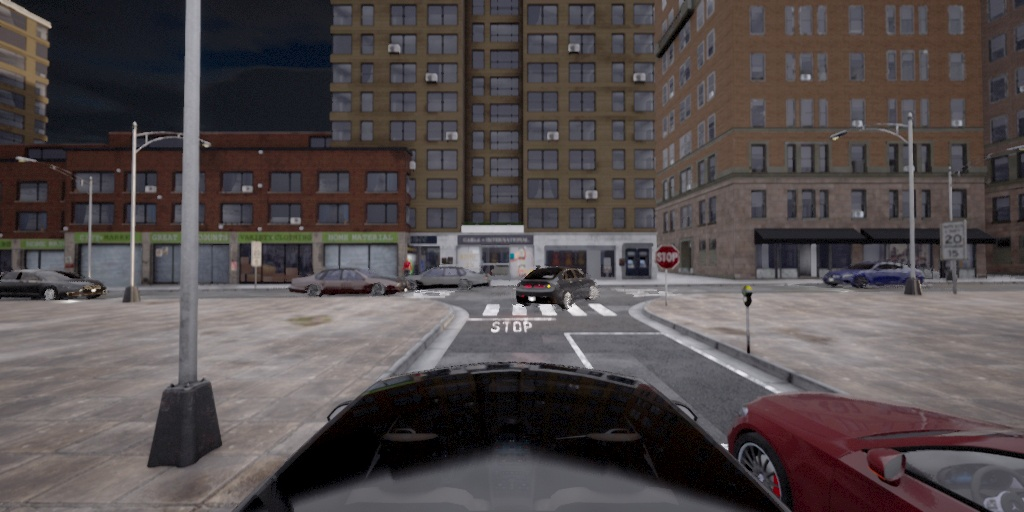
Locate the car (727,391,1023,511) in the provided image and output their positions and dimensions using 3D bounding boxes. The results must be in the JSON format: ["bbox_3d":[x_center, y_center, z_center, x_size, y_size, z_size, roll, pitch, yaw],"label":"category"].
[{"bbox_3d":[2.639,1.333,1.289,1.802,1.307,4.207,0,0,0],"label":"car"}]

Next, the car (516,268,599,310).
[{"bbox_3d":[1.963,1.204,14.619,1.837,1.490,4.892,-2,0,31],"label":"car"}]

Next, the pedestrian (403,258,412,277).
[{"bbox_3d":[-6.823,0.977,23.368,0.375,1.860,0.375,0,0,0],"label":"pedestrian"}]

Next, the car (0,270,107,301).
[{"bbox_3d":[-22.914,1.445,17.569,4.892,1.490,1.837,0,-1,0],"label":"car"}]

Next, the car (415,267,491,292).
[{"bbox_3d":[-3.881,1.306,20.440,5.357,1.411,2.033,-1,-1,0],"label":"car"}]

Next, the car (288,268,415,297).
[{"bbox_3d":[-7.844,1.299,17.506,5.357,1.411,2.033,-1,-1,0],"label":"car"}]

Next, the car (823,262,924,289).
[{"bbox_3d":[20.434,1.064,20.329,4.674,1.442,1.812,0,-1,0],"label":"car"}]
